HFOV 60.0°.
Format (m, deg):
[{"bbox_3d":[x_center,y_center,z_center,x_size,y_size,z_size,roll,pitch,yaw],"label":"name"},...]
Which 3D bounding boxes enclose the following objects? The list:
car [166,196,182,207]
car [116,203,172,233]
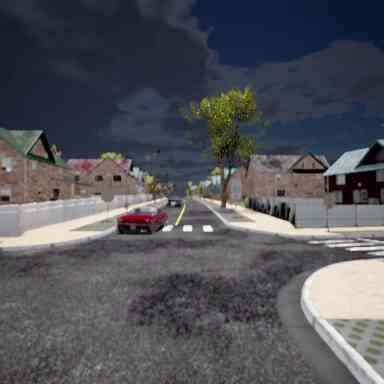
[{"bbox_3d":[-2.438,1.344,46.269,2.128,1.511,4.902,0,0,-1],"label":"car"},{"bbox_3d":[-2.696,1.503,18.972,1.895,1.301,4.718,0,0,7],"label":"car"}]
